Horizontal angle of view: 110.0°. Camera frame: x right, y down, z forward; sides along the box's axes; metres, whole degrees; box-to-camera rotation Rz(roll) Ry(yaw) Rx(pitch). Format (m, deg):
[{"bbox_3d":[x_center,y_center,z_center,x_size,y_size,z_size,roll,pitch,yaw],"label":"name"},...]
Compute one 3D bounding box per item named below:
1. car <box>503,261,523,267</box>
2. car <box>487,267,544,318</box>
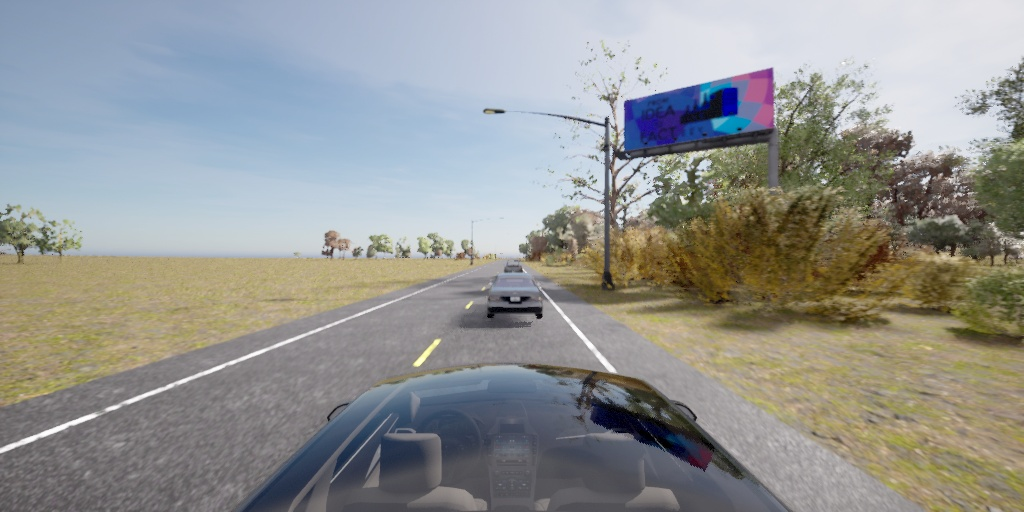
[{"bbox_3d":[0.103,1.277,36.575,2.128,1.511,4.902,0,0,0],"label":"car"},{"bbox_3d":[0.098,1.309,13.035,2.033,1.411,5.357,0,0,0],"label":"car"}]
